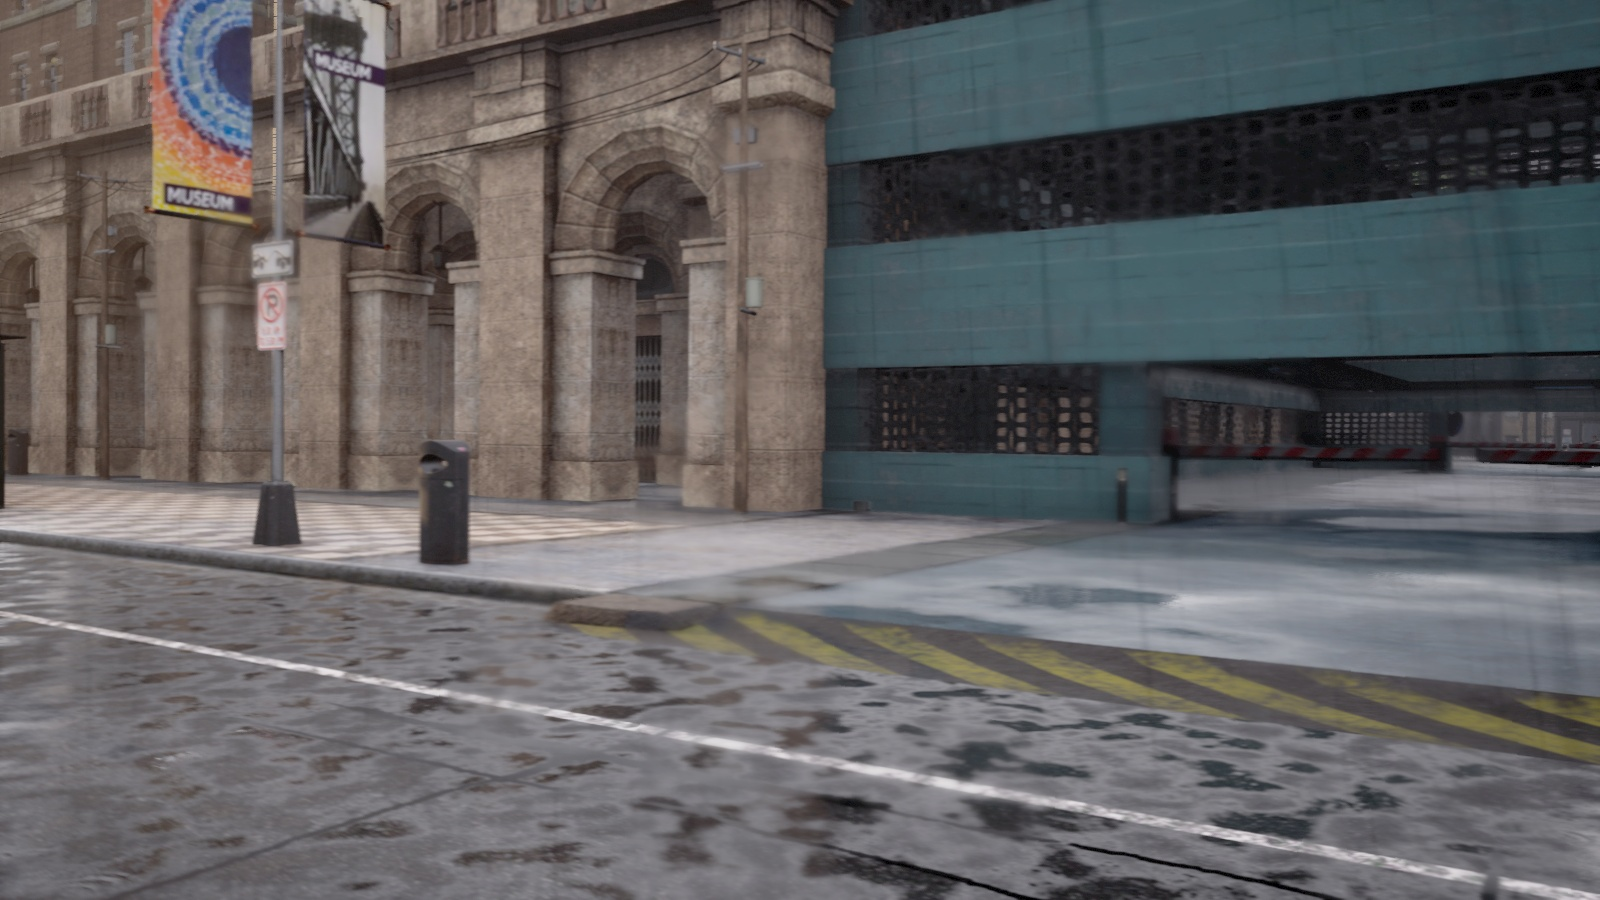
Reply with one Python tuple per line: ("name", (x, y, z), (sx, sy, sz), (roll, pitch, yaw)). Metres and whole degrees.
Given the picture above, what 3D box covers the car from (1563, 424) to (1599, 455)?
("car", (40.393, -0.527, 61.717), (4.902, 1.511, 2.128), (0, 1, 33))
